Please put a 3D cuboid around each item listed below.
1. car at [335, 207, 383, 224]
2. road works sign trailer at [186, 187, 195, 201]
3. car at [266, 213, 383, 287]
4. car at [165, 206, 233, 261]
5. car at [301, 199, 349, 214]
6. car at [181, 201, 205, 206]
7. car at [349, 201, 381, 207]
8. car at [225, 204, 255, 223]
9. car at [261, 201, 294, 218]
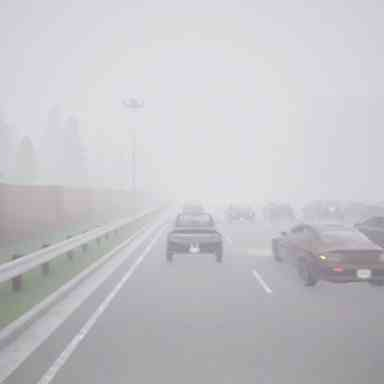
[{"bbox_3d":[7.084,1.515,11.622,1.837,1.490,4.892,0,0,0],"label":"car"},{"bbox_3d":[-0.314,0.528,85.164,2.380,3.560,2.880,0,0,0],"label":"road works sign trailer"},{"bbox_3d":[3.573,1.533,9.219,1.812,1.442,4.674,0,0,0],"label":"car"},{"bbox_3d":[0.085,1.501,12.246,2.128,1.511,4.902,0,0,0],"label":"car"},{"bbox_3d":[10.580,1.373,27.235,2.097,1.767,4.553,0,0,0],"label":"car"},{"bbox_3d":[0.082,1.499,29.062,1.882,1.535,5.008,0,0,0],"label":"car"},{"bbox_3d":[14.083,1.525,27.791,1.837,1.490,4.892,0,0,0],"label":"car"},{"bbox_3d":[3.581,1.620,25.837,1.895,1.301,4.718,0,0,0],"label":"car"},{"bbox_3d":[7.083,1.525,27.778,1.837,1.490,4.892,0,0,0],"label":"car"}]
